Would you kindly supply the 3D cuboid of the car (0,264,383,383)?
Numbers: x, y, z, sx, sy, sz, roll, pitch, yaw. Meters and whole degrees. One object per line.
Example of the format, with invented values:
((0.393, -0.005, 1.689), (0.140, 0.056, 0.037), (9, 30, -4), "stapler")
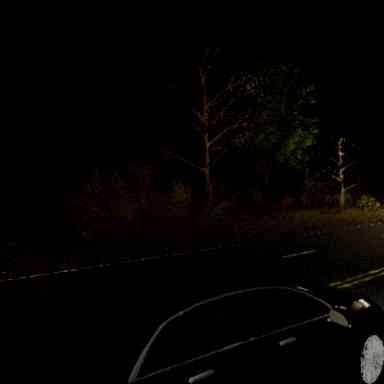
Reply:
((0.338, 1.592, 3.684), (4.892, 1.490, 1.837), (-1, -1, -36), "car")

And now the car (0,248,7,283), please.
((-6.671, 1.823, 6.947), (4.902, 1.511, 2.128), (-1, -1, -35), "car")
